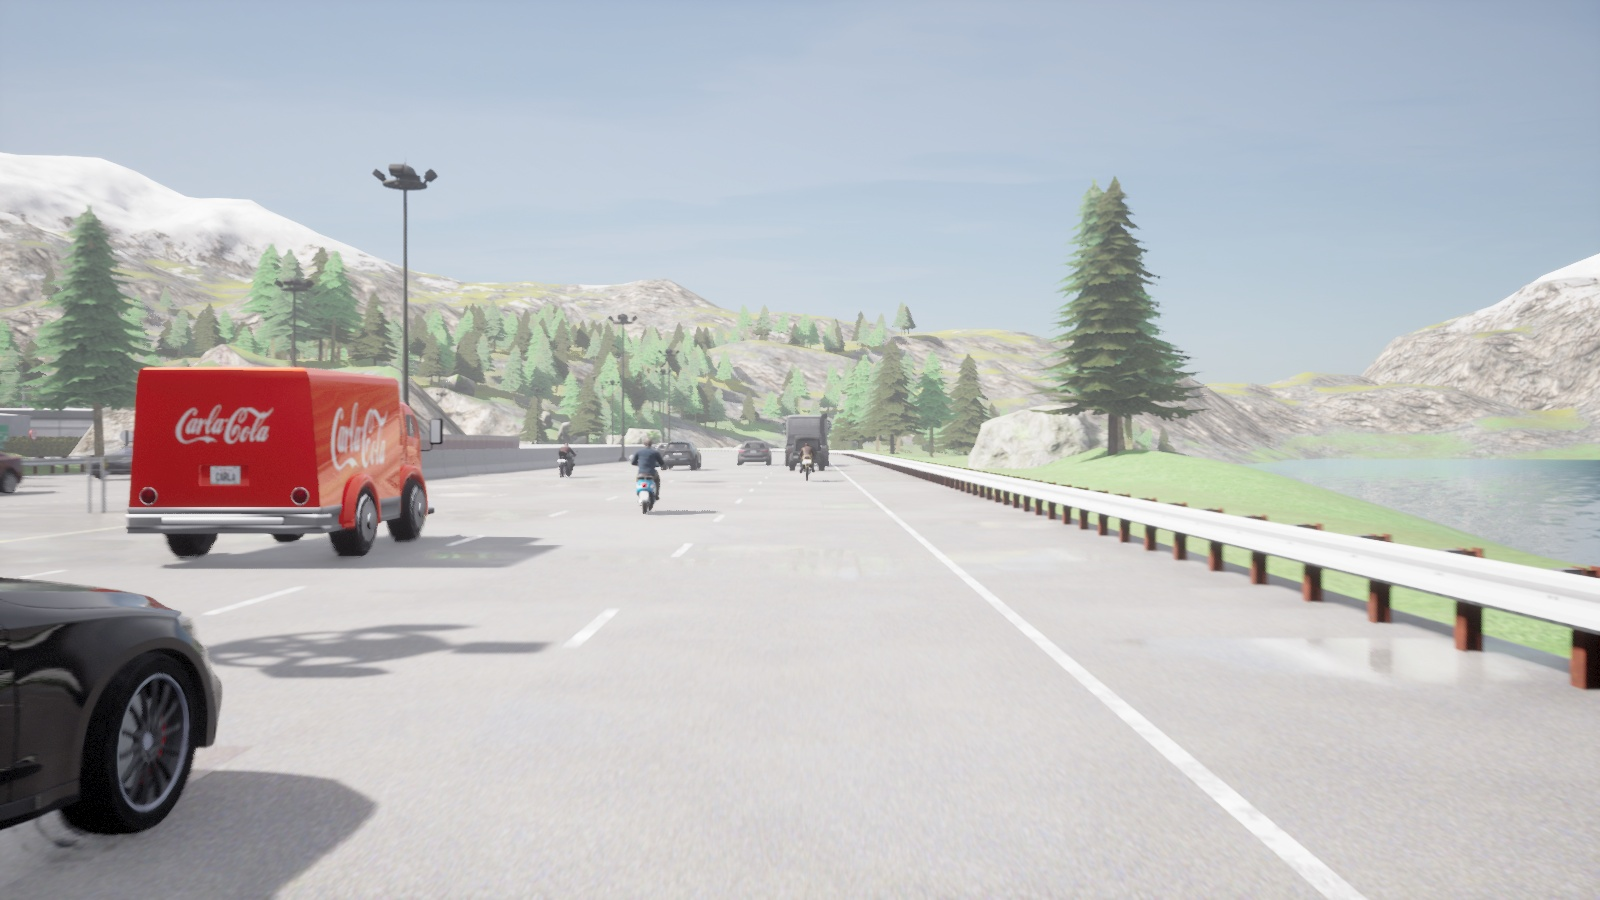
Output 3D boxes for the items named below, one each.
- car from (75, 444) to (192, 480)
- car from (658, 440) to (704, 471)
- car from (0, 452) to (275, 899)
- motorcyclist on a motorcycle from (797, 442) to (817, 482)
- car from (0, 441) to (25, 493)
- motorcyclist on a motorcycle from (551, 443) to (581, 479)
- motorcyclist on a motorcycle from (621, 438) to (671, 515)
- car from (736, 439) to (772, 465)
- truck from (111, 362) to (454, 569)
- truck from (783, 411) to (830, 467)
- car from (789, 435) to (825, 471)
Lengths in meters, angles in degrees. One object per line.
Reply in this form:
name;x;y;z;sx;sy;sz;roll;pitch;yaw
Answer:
car;-27.711;0.477;52.454;2.033;1.411;5.357;0;0;0
car;-6.613;0.278;70.230;2.033;1.649;4.856;0;0;0
car;-3.588;0.750;3.425;1.812;1.442;4.674;1;0;9
motorcyclist on a motorcycle;0.276;0.454;49.135;0.797;1.523;2.044;0;0;0
car;-24.297;0.506;35.301;1.882;1.535;5.008;0;0;0
motorcyclist on a motorcycle;-10.194;0.467;54.763;0.866;1.530;2.191;0;0;0
motorcyclist on a motorcycle;-3.281;0.547;26.890;0.866;1.590;1.817;1;0;-1
car;-3.036;0.115;84.573;2.242;1.667;4.611;0;0;0
truck;-6.888;0.160;17.575;2.627;2.467;5.204;0;1;0
truck;0.447;-0.690;81.434;2.891;3.462;7.936;0;0;0
car;0.372;0.166;67.422;1.905;1.878;3.866;0;0;0
